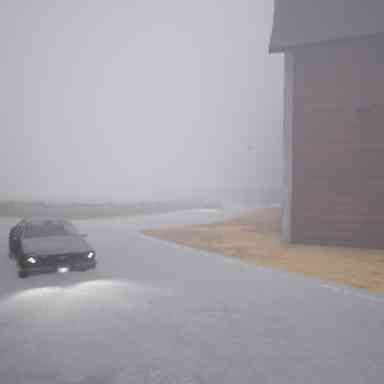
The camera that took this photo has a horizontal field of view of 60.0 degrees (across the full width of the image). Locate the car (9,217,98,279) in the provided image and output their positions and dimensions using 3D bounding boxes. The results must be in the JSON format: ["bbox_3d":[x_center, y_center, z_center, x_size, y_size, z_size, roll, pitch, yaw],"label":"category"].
[{"bbox_3d":[-4.585,1.526,10.417,2.033,1.411,5.357,1,0,-33],"label":"car"}]

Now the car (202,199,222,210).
[{"bbox_3d":[2.803,1.714,46.377,1.994,1.385,4.181,1,0,19],"label":"car"}]
